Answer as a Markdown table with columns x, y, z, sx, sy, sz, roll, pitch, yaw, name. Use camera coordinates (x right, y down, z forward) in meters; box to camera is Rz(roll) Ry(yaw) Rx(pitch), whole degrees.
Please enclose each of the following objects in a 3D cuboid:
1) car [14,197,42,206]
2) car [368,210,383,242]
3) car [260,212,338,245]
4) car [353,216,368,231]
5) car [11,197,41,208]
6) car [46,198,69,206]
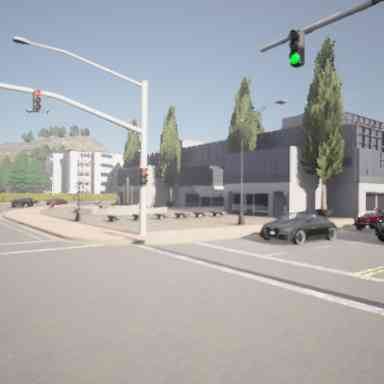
| x | y | z | sx | sy | sz | roll | pitch | yaw | name |
| --- | --- | --- | --- | --- | --- | --- | --- | --- | --- |
| -27.860 | 1.623 | 56.705 | 1.812 | 1.442 | 4.674 | 0 | 0 | 10 | car |
| 11.261 | 1.410 | 16.320 | 5.566 | 2.045 | 2.150 | 1 | 0 | -35 | car |
| 5.297 | 1.703 | 16.367 | 4.181 | 1.385 | 1.994 | 1 | 0 | -35 | car |
| 12.435 | 1.830 | 21.445 | 4.718 | 1.301 | 1.895 | 1 | 0 | -35 | car |
| -24.696 | 1.584 | 49.020 | 1.837 | 1.490 | 4.892 | 0 | 0 | -1 | car |
| -23.770 | 1.709 | 59.011 | 1.994 | 1.385 | 4.181 | 0 | 0 | 17 | car |
